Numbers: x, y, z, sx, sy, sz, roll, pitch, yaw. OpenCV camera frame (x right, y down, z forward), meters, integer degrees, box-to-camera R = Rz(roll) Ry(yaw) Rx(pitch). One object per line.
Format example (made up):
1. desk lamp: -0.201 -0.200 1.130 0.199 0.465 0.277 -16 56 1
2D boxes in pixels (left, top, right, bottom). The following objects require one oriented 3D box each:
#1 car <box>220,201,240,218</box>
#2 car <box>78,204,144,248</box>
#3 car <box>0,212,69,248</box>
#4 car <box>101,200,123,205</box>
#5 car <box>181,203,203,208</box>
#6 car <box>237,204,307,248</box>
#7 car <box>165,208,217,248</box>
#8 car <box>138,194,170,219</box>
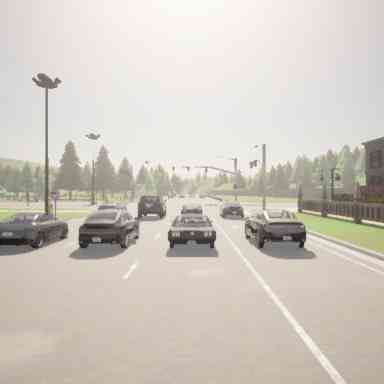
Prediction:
1. car: 3.500 1.532 29.650 1.812 1.442 4.674 0 0 0
2. car: -3.500 1.515 14.650 1.837 1.490 4.892 0 0 0
3. car: -7.000 1.571 14.650 1.994 1.385 4.181 0 0 0
4. car: -7.000 1.494 29.650 2.128 1.511 4.902 0 0 0
5. car: 0.000 1.615 29.680 1.895 1.301 4.718 0 0 0
6. car: 3.500 1.494 14.650 2.128 1.511 4.902 0 0 0
7. car: 0.000 1.615 14.680 1.895 1.301 4.718 0 0 0
8. car: -3.500 1.257 29.680 2.150 2.045 5.566 0 0 0
